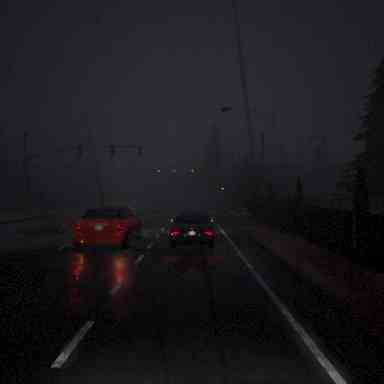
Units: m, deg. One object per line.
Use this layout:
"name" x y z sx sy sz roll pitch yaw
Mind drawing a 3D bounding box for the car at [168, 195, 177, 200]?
"car" -5.869 1.492 91.748 2.128 1.511 4.902 0 0 -29

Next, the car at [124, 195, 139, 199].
"car" -16.767 1.476 89.517 1.882 1.535 5.008 0 0 -32

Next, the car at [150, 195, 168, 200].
"car" -8.936 1.463 90.060 1.837 1.490 4.892 0 0 -29

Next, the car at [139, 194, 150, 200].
"car" -13.989 1.592 91.649 1.895 1.301 4.718 0 0 -32

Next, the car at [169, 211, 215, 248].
"car" 0.000 1.561 14.650 2.033 1.411 5.357 0 0 0

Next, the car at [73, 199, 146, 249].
"car" -3.500 1.364 14.620 2.097 1.767 4.553 0 0 0
